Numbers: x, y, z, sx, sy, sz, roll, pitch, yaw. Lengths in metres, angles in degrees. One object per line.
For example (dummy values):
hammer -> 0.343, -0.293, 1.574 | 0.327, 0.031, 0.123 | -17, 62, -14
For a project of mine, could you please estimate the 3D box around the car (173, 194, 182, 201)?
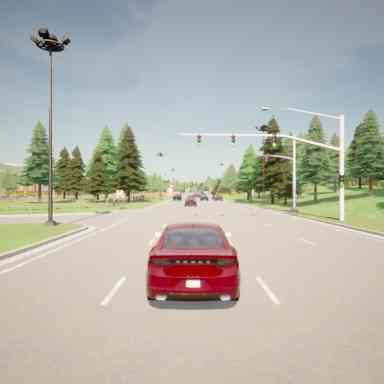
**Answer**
car -> -3.807, 1.469, 83.579 | 1.882, 1.535, 5.008 | 0, 0, 0

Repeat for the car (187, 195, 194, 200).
car -> -0.346, 1.427, 94.042 | 1.895, 1.301, 4.718 | 0, 0, 0

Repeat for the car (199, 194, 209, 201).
car -> 3.191, 1.516, 84.022 | 1.812, 1.442, 4.674 | 0, 0, 0

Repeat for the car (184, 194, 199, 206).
car -> -0.194, 1.525, 52.979 | 1.812, 1.442, 4.674 | 0, 0, 0

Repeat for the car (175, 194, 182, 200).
car -> -3.846, 1.310, 93.999 | 1.882, 1.535, 5.008 | 0, 0, 0

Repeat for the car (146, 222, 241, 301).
car -> 0.032, 1.478, 8.377 | 1.882, 1.535, 5.008 | 0, 0, 0

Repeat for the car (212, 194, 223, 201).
car -> 6.693, 1.516, 83.618 | 2.128, 1.511, 4.902 | 0, 0, 0

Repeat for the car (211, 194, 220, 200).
car -> 6.654, 1.372, 94.038 | 2.033, 1.411, 5.357 | 0, 0, 0

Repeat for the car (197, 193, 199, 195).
car -> 3.154, 1.357, 94.025 | 2.128, 1.511, 4.902 | 0, 0, 0
